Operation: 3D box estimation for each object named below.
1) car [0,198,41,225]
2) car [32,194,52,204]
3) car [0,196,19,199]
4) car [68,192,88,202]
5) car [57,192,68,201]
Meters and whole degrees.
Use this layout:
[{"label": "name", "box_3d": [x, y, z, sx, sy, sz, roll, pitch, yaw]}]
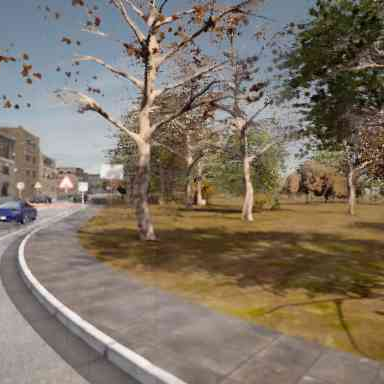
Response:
[{"label": "car", "box_3d": [-11.758, 1.351, 22.213, 1.812, 1.442, 4.674, 0, 1, -12]}, {"label": "car", "box_3d": [-19.223, 0.944, 42.390, 1.994, 1.385, 4.181, 0, -2, -11]}, {"label": "car", "box_3d": [-16.947, 1.130, 30.594, 1.882, 1.535, 5.008, 0, 1, -11]}, {"label": "car", "box_3d": [-17.998, 0.790, 53.651, 2.128, 1.511, 4.902, 0, 1, -11]}, {"label": "car", "box_3d": [-22.053, 0.761, 57.544, 1.837, 1.490, 4.892, 0, 1, -11]}]
